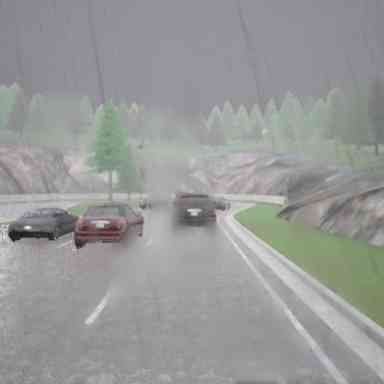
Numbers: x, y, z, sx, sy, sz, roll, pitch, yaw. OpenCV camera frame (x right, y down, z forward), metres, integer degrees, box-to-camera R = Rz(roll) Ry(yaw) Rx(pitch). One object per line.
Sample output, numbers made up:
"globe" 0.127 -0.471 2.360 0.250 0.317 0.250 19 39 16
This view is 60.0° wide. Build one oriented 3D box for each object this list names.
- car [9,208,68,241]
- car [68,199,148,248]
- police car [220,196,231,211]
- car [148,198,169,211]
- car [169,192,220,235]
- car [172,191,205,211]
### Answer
"car" -6.866 1.454 15.969 1.994 1.385 4.181 0 0 1
"car" -3.382 1.253 14.404 2.097 1.767 4.553 0 0 0
"police car" 2.952 1.258 36.147 2.038 1.542 4.974 0 0 16
"car" -4.066 1.348 37.111 1.895 1.301 4.718 0 0 16
"car" 0.154 1.097 18.180 2.150 2.045 5.566 0 0 1
"car" -0.268 0.964 37.730 2.150 2.045 5.566 0 0 16
